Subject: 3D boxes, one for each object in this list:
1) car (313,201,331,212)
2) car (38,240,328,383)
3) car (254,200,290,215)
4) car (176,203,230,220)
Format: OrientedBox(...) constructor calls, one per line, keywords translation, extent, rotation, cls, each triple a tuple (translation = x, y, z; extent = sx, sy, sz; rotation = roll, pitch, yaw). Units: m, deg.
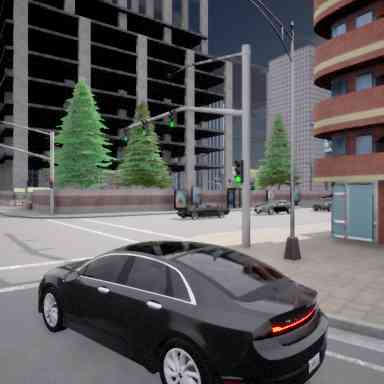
OrientedBox(translation=(16.675, 1.407, 40.274), extent=(4.553, 1.767, 2.097), rotation=(0, 0, -35), cls="car")
OrientedBox(translation=(-0.562, 1.505, 5.030), extent=(4.892, 1.490, 1.837), rotation=(0, 0, 41), cls="car")
OrientedBox(translation=(8.582, 1.547, 34.515), extent=(4.902, 1.511, 2.128), rotation=(0, 0, -36), cls="car")
OrientedBox(translation=(0.994, 1.656, 29.092), extent=(4.718, 1.301, 1.895), rotation=(0, 0, -36), cls="car")
